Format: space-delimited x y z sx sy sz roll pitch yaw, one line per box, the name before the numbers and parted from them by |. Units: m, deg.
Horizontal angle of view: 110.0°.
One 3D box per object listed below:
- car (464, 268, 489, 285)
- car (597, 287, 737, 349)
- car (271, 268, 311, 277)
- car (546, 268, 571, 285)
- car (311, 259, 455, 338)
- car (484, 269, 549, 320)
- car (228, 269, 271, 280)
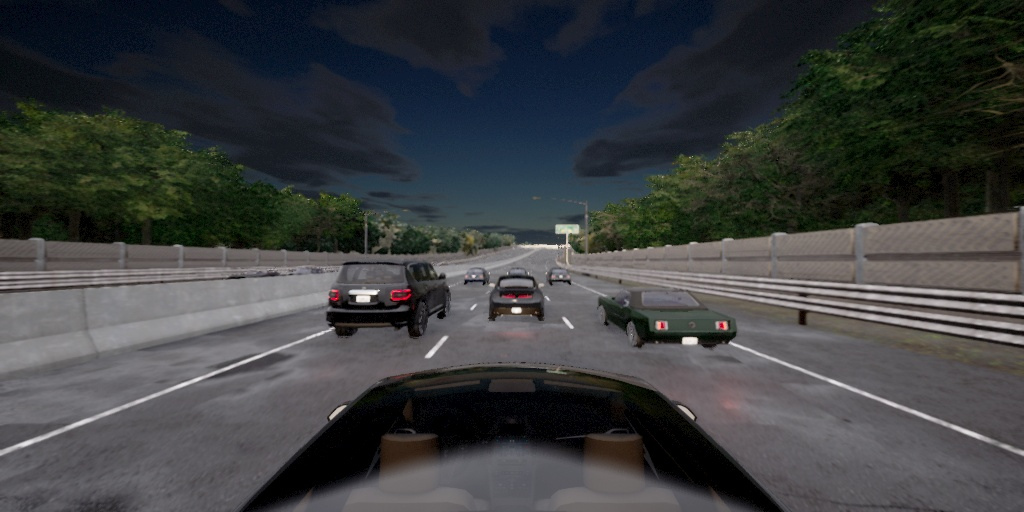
car | -3.002 1.751 31.317 2.033 1.411 5.357 0 -1 2
car | 3.628 1.470 9.480 1.895 1.301 4.718 0 -1 1
car | -17.234 1.722 30.154 2.033 1.411 5.357 0 -1 1
car | 3.999 1.756 31.257 2.033 1.411 5.357 0 -1 2
car | -3.357 1.108 10.839 2.150 2.045 5.566 0 -1 1
car | 0.173 1.435 13.430 1.837 1.490 4.892 0 0 1
car | -20.749 1.762 29.429 1.895 1.301 4.718 0 -1 1
